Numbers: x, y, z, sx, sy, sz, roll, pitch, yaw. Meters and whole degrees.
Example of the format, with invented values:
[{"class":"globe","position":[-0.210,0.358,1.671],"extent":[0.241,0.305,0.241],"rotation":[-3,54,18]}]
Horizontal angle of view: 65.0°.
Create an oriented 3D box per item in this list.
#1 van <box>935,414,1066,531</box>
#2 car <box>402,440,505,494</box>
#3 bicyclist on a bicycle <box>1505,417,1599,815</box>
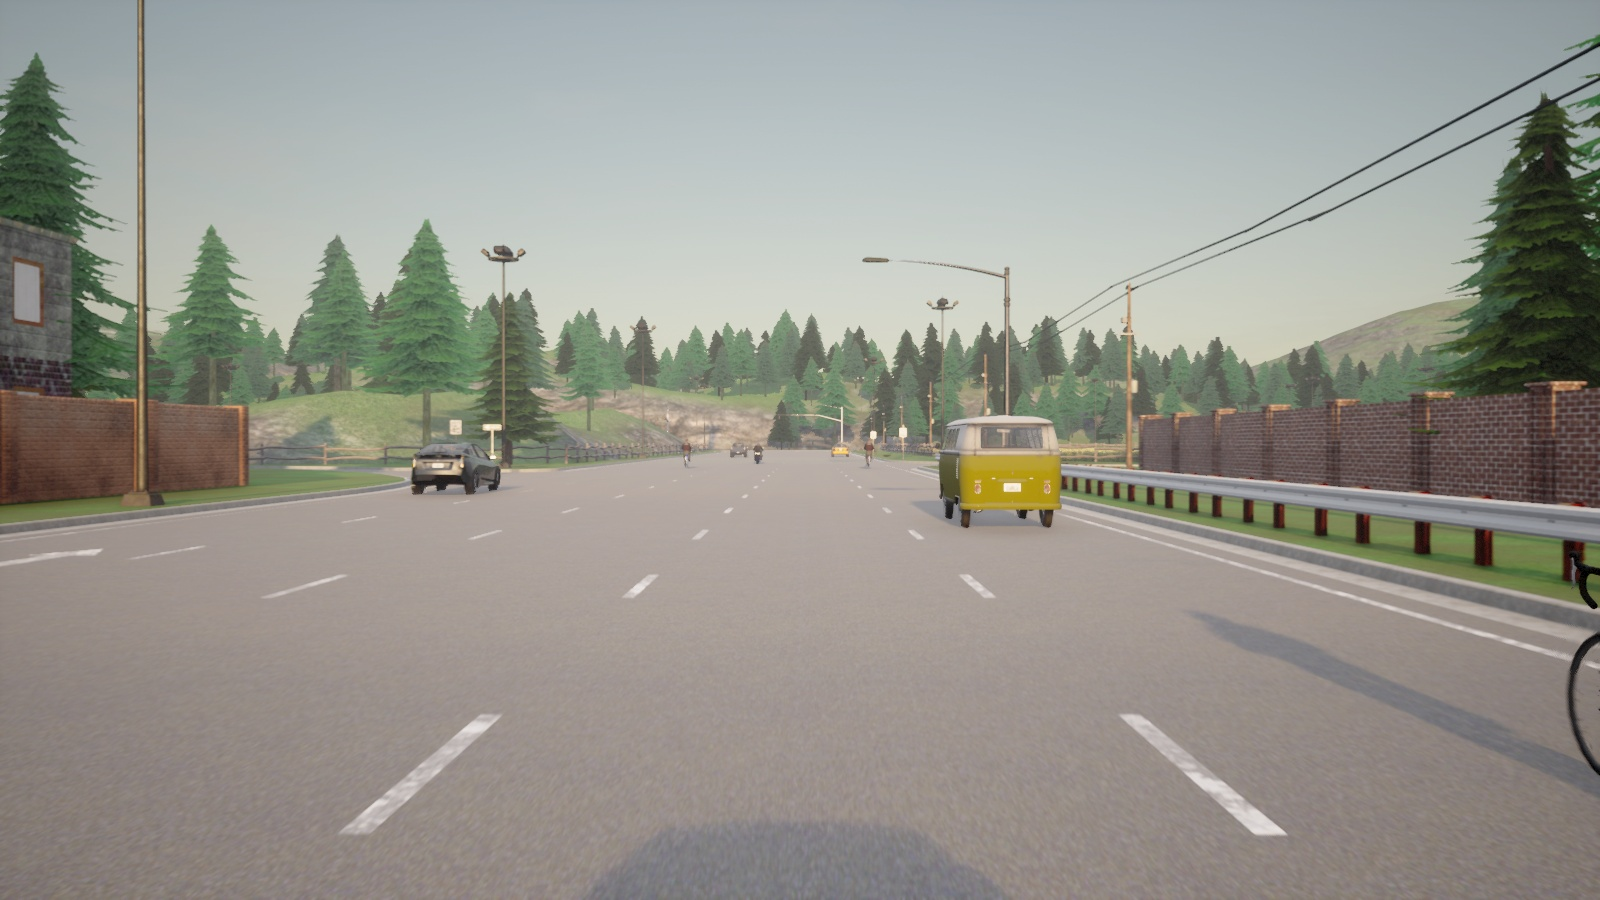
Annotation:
[{"class":"van","position":[3.649,0.369,23.569],"extent":[1.775,1.987,4.442],"rotation":[0,0,0]},{"class":"car","position":[-10.375,0.471,37.966],"extent":[2.007,1.525,4.514],"rotation":[0,0,-2]},{"class":"bicyclist on a bicycle","position":[3.543,0.674,4.974],"extent":[0.582,1.620,1.656],"rotation":[0,0,0]}]
